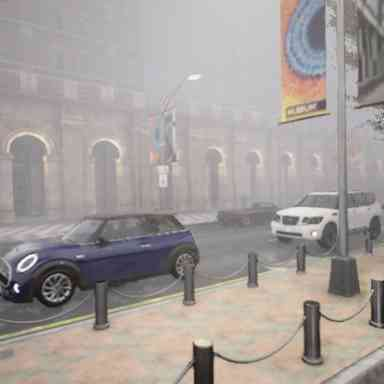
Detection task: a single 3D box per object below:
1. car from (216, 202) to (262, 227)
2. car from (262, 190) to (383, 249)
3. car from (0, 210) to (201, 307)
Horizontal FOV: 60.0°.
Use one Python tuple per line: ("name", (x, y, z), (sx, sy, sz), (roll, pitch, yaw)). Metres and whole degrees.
("car", (3.787, 1.289, 20.496), (4.718, 1.301, 1.895), (-2, 1, -36))
("car", (5.726, 0.957, 13.689), (5.566, 2.045, 2.150), (-2, 1, -36))
("car", (-2.071, 1.301, 8.049), (4.553, 1.767, 2.097), (-2, 1, -36))
